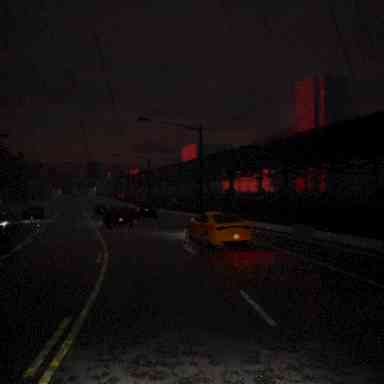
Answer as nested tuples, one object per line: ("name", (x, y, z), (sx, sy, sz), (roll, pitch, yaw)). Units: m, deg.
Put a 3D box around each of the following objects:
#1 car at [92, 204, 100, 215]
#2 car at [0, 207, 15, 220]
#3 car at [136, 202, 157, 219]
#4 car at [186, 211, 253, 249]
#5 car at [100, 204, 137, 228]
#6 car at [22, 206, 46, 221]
("car", (-11.839, 2.246, 43.298), (1.994, 1.385, 4.181), (-1, -1, -19))
("car", (-20.674, 2.319, 36.163), (1.895, 1.301, 4.718), (-1, -1, -19))
("car", (-5.149, 1.837, 34.680), (2.097, 1.767, 4.553), (-1, -1, -19))
("car", (1.112, 1.655, 15.728), (1.882, 1.535, 5.008), (0, -1, -15))
("car", (-5.881, 1.870, 26.090), (1.882, 1.535, 5.008), (-1, -1, -19))
("car", (-16.689, 2.201, 35.350), (2.033, 1.411, 5.357), (-1, -1, -19))
